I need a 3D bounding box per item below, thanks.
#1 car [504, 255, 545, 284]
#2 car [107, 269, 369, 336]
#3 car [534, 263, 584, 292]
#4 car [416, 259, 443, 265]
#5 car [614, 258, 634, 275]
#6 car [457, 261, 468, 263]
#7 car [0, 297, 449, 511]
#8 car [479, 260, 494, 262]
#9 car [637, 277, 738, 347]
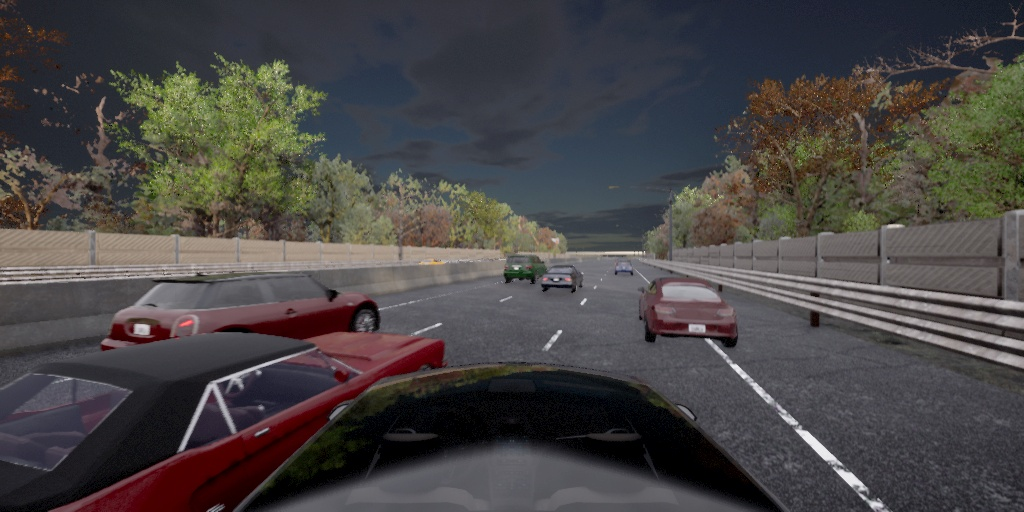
[{"bbox_3d":[1.085,0.937,26.592,2.150,2.045,5.566,0,0,17],"label":"car"},{"bbox_3d":[-4.781,1.092,7.265,2.097,1.767,4.553,0,0,17],"label":"car"},{"bbox_3d":[3.032,1.270,20.955,2.033,1.411,5.357,0,0,17],"label":"car"},{"bbox_3d":[-10.943,1.166,47.846,1.882,1.535,5.008,0,0,17],"label":"car"},{"bbox_3d":[11.861,1.248,38.030,2.033,1.411,5.357,0,0,17],"label":"car"},{"bbox_3d":[-7.092,1.289,48.483,1.895,1.301,4.718,0,0,17],"label":"car"},{"bbox_3d":[-2.374,1.348,3.144,1.895,1.301,4.718,0,0,17],"label":"car"},{"bbox_3d":[-3.511,1.236,48.231,2.033,1.411,5.357,0,0,17],"label":"car"},{"bbox_3d":[4.326,1.265,9.292,1.812,1.442,4.674,0,0,17],"label":"car"}]
